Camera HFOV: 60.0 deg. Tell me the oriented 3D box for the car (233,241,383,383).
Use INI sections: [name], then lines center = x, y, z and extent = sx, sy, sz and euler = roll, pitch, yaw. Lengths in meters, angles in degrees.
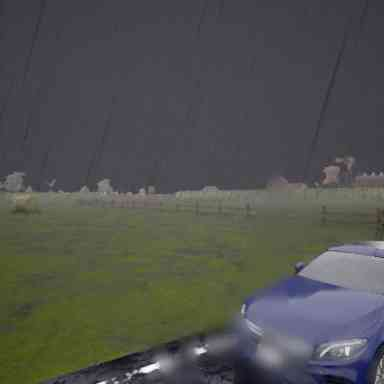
[car]
center = 2.735, 1.542, 5.070
extent = 4.674, 1.442, 1.812
euler = 0, 0, -36
